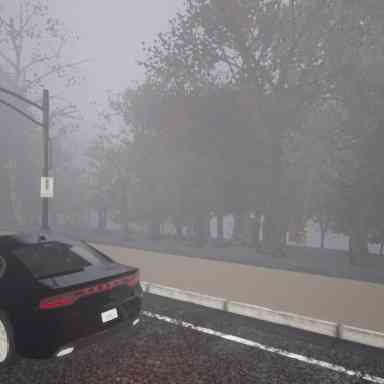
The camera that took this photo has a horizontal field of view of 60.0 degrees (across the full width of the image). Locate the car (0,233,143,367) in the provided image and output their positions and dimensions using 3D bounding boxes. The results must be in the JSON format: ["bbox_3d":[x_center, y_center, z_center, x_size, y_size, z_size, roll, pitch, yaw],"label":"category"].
[{"bbox_3d":[-3.076,1.477,5.871,5.008,1.535,1.882,0,0,37],"label":"car"}]
